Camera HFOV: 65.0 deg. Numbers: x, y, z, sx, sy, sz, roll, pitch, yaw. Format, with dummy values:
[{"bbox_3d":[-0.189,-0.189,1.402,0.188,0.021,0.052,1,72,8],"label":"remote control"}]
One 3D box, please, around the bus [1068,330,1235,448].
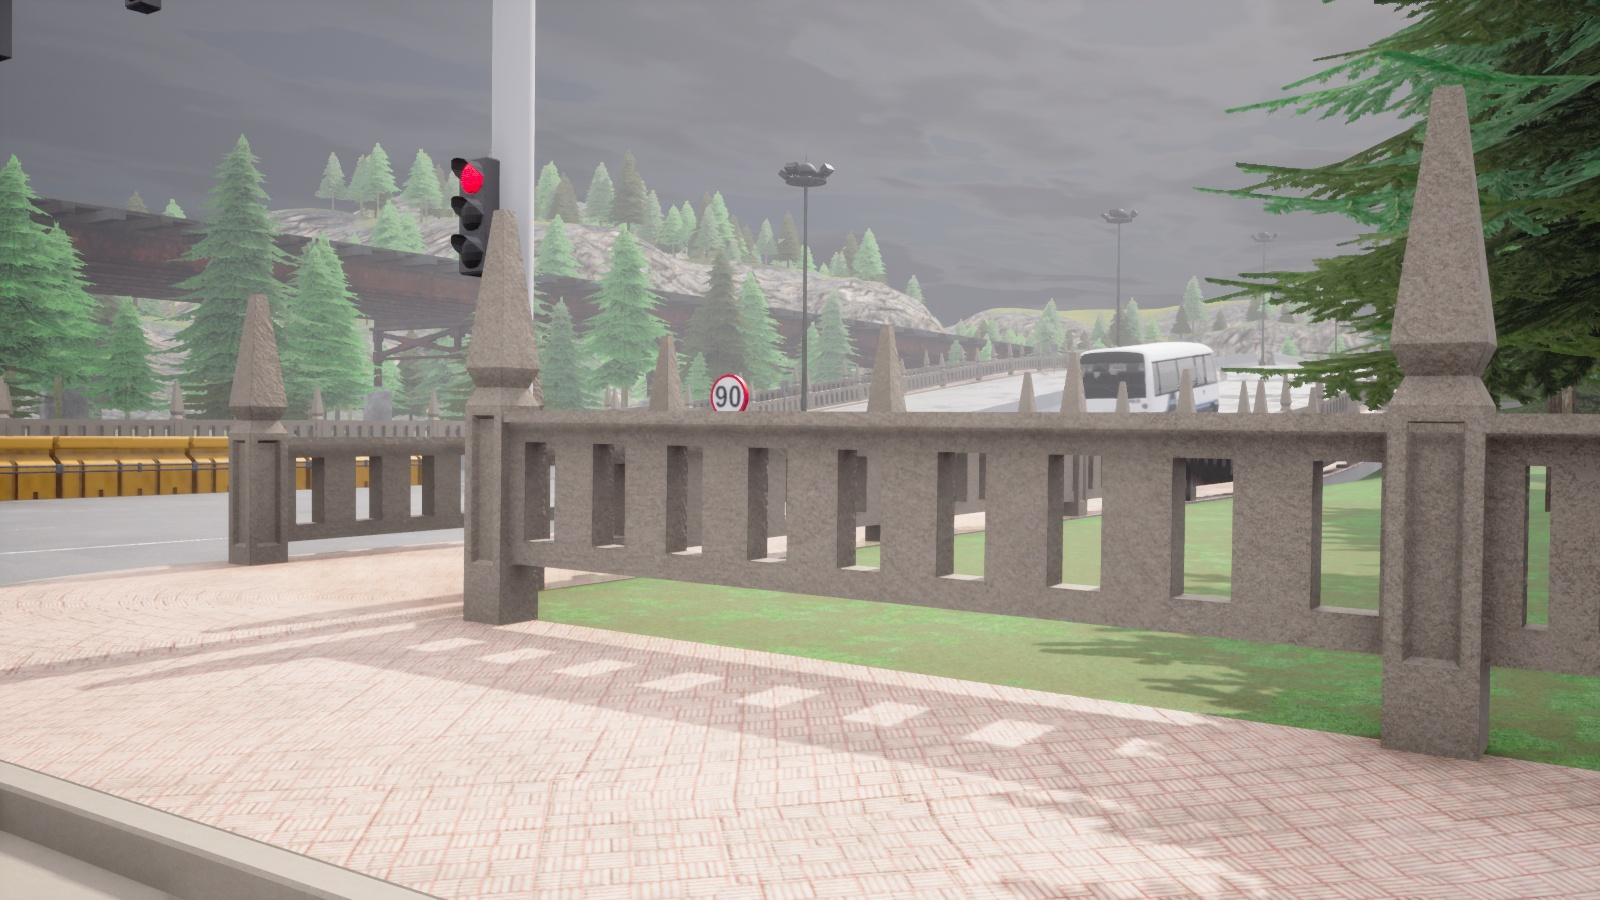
[{"bbox_3d":[15.568,-2.800,54.843,3.944,4.253,10.273,0,7,34],"label":"bus"}]
